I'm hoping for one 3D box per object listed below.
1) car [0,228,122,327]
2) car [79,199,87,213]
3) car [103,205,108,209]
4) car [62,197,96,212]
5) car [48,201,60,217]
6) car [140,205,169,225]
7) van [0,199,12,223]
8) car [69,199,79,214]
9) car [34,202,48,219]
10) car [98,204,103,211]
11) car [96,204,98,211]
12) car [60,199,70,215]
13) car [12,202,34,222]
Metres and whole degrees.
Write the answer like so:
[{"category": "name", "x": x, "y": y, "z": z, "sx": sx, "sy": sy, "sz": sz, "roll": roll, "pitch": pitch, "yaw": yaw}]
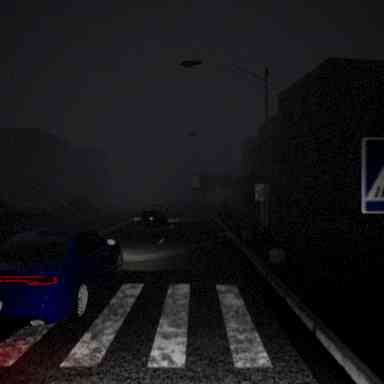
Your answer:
[{"category": "car", "x": -2.884, "y": 1.528, "z": 7.346, "sx": 1.882, "sy": 1.535, "sz": 5.008, "roll": 0, "pitch": 0, "yaw": 0}, {"category": "car", "x": -16.035, "y": 1.897, "z": 40.654, "sx": 5.008, "sy": 1.535, "sz": 2.097, "roll": 0, "pitch": -1, "yaw": 0}, {"category": "car", "x": -15.886, "y": 2.128, "z": 51.676, "sx": 5.366, "sy": 1.575, "sz": 1.946, "roll": 0, "pitch": -1, "yaw": 0}, {"category": "car", "x": -16.069, "y": 1.699, "z": 43.414, "sx": 5.566, "sy": 2.045, "sz": 2.435, "roll": 0, "pitch": -1, "yaw": 0}, {"category": "car", "x": -16.006, "y": 1.761, "z": 32.386, "sx": 4.892, "sy": 1.521, "sz": 2.231, "roll": 0, "pitch": -1, "yaw": 0}, {"category": "car", "x": -2.819, "y": 1.698, "z": 25.475, "sx": 1.812, "sy": 1.442, "sz": 4.674, "roll": 0, "pitch": -1, "yaw": 0}, {"category": "van", "x": -16.084, "y": 1.430, "z": 24.243, "sx": 4.442, "sy": 1.987, "sz": 1.878, "roll": 0, "pitch": -1, "yaw": 0}, {"category": "car", "x": -16.015, "y": 1.848, "z": 37.898, "sx": 5.008, "sy": 1.535, "sz": 2.097, "roll": 0, "pitch": -1, "yaw": 0}, {"category": "car", "x": -15.959, "y": 1.750, "z": 29.630, "sx": 4.792, "sy": 1.488, "sz": 2.163, "roll": 0, "pitch": -1, "yaw": 0}, {"category": "car", "x": -16.064, "y": 2.107, "z": 48.918, "sx": 4.674, "sy": 1.452, "sz": 2.002, "roll": 0, "pitch": -1, "yaw": 0}, {"category": "car", "x": -16.019, "y": 1.881, "z": 46.167, "sx": 4.553, "sy": 1.767, "sz": 2.185, "roll": 0, "pitch": -1, "yaw": 0}, {"category": "car", "x": -16.015, "y": 1.803, "z": 35.142, "sx": 4.892, "sy": 1.521, "sz": 2.231, "roll": 0, "pitch": -1, "yaw": 0}, {"category": "car", "x": -15.984, "y": 1.686, "z": 26.875, "sx": 5.008, "sy": 1.535, "sz": 2.097, "roll": 0, "pitch": -1, "yaw": 0}]
